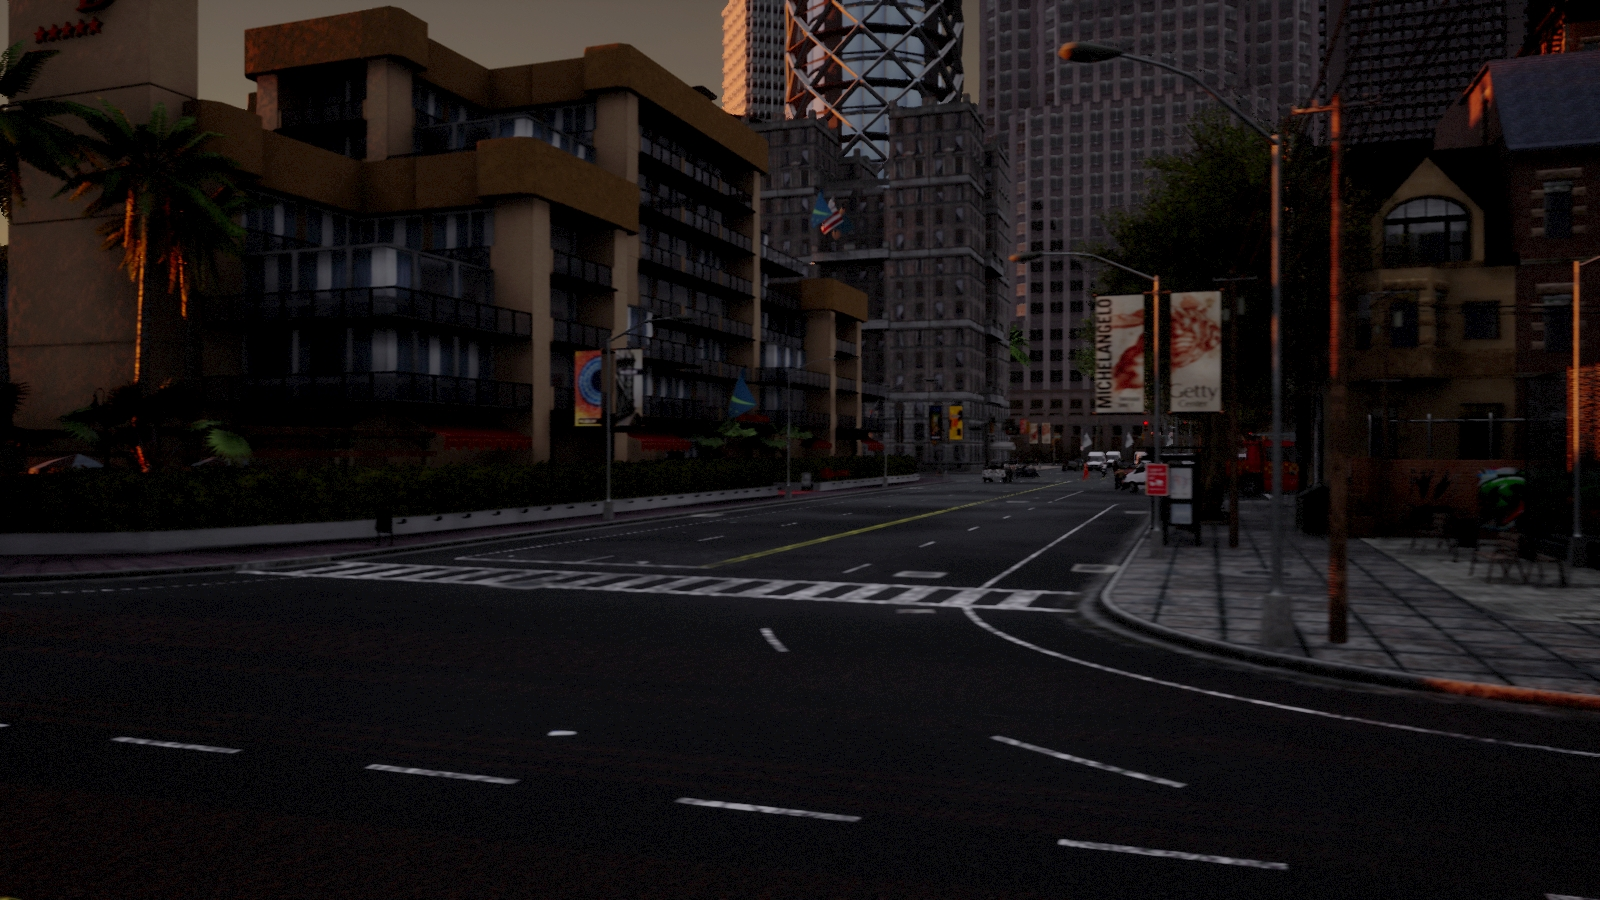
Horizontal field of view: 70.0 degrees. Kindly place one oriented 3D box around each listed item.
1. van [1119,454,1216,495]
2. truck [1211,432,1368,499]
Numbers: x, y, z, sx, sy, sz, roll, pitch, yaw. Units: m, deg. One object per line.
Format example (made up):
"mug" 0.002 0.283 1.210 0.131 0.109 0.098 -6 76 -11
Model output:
"van" 23.766 1.534 74.092 1.988 2.561 5.915 0 0 -37
"truck" 29.329 0.890 68.542 8.468 3.827 2.891 0 0 26
